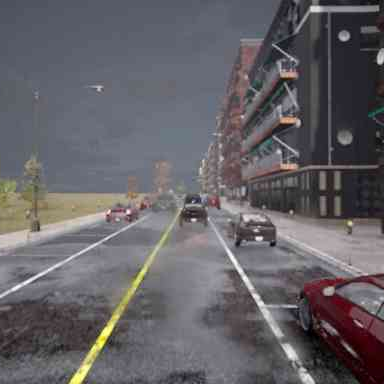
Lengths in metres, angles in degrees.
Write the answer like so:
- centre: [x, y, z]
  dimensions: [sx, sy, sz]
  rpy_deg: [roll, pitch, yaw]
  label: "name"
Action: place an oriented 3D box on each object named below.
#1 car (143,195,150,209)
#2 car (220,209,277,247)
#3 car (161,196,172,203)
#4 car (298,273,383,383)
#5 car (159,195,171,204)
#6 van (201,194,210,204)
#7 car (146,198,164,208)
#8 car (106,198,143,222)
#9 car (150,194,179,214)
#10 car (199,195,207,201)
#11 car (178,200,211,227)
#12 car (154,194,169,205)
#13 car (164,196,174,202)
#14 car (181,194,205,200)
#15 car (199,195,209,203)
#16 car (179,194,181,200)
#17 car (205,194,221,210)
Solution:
- centre: [-5.286, 1.323, 42.292]
  dimensions: [2.192, 1.841, 5.009]
  rpy_deg: [1, 0, 0]
  label: "car"
- centre: [2.581, 1.553, 14.930]
  dimensions: [2.008, 1.369, 4.403]
  rpy_deg: [1, 0, 0]
  label: "car"
- centre: [-5.278, 1.564, 69.973]
  dimensions: [2.008, 1.369, 4.403]
  rpy_deg: [1, 0, 0]
  label: "car"
- centre: [2.576, 1.583, 3.841]
  dimensions: [1.802, 1.307, 4.206]
  rpy_deg: [1, 0, 0]
  label: "car"
- centre: [-5.279, 1.452, 64.437]
  dimensions: [1.967, 1.590, 4.097]
  rpy_deg: [1, 0, 0]
  label: "car"
- centre: [2.603, 1.353, 64.835]
  dimensions: [1.690, 1.788, 3.998]
  rpy_deg: [1, 0, 0]
  label: "van"
- centre: [-5.287, 1.560, 47.828]
  dimensions: [2.008, 1.369, 4.403]
  rpy_deg: [1, 0, 0]
  label: "car"
- centre: [-5.294, 1.445, 25.683]
  dimensions: [1.967, 1.590, 4.097]
  rpy_deg: [1, 0, 0]
  label: "car"
- centre: [-2.833, 1.228, 35.536]
  dimensions: [2.150, 2.045, 5.566]
  rpy_deg: [0, 0, 0]
  label: "car"
- centre: [2.607, 1.541, 81.639]
  dimensions: [1.752, 1.417, 4.829]
  rpy_deg: [1, 0, 0]
  label: "car"
- centre: [0.110, 1.508, 23.037]
  dimensions: [1.837, 1.490, 4.892]
  rpy_deg: [0, 0, 0]
  label: "car"
- centre: [-5.279, 1.326, 58.900]
  dimensions: [2.192, 1.841, 5.009]
  rpy_deg: [1, 0, 0]
  label: "car"
- centre: [-5.276, 1.559, 75.509]
  dimensions: [1.887, 1.381, 4.507]
  rpy_deg: [1, 0, 0]
  label: "car"
- centre: [0.118, 1.230, 40.329]
  dimensions: [2.150, 2.045, 5.566]
  rpy_deg: [0, 0, 0]
  label: "car"
- centre: [2.604, 1.453, 70.380]
  dimensions: [1.967, 1.590, 4.097]
  rpy_deg: [1, 0, 0]
  label: "car"
- centre: [-2.719, 1.281, 76.708]
  dimensions: [2.097, 1.767, 4.553]
  rpy_deg: [0, 0, 0]
  label: "car"
- centre: [2.594, 1.323, 42.655]
  dimensions: [2.192, 1.841, 5.009]
  rpy_deg: [1, 0, 0]
  label: "car"
